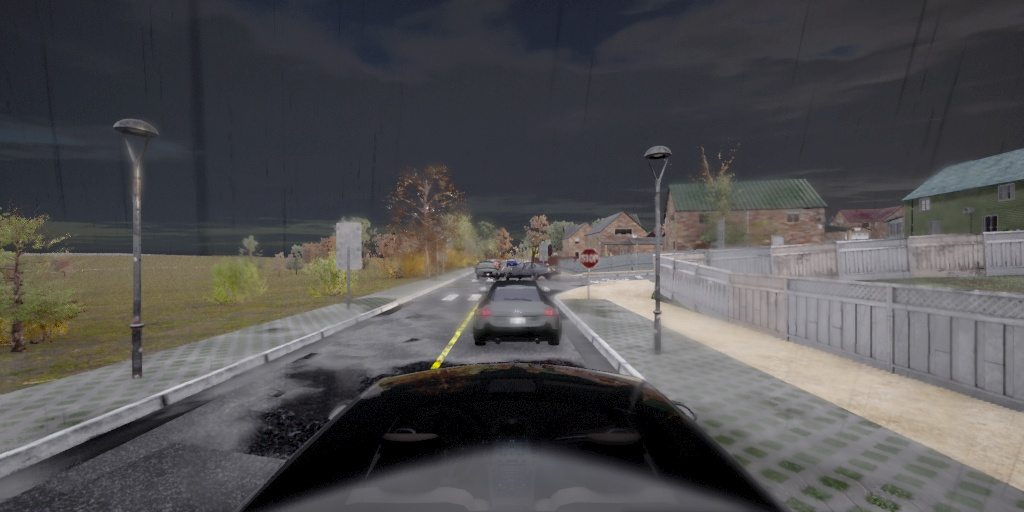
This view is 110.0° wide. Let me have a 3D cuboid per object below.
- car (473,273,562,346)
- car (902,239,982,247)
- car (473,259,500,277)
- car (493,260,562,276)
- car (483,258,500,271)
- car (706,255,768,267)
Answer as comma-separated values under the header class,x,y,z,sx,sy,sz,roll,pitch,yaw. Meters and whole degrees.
class,x,y,z,sx,sy,sz,roll,pitch,yaw
car,0.096,1.313,9.453,1.994,1.385,4.181,0,0,-1
car,23.873,-0.208,20.441,4.902,1.511,2.128,-3,0,14
car,-2.274,1.258,31.377,1.837,1.490,4.892,0,0,-8
car,1.315,1.198,28.468,5.357,1.411,2.033,-4,-3,43
car,-2.887,1.121,51.194,2.097,1.767,4.553,0,0,1
car,14.370,0.413,22.855,4.181,1.385,1.994,-3,0,16
